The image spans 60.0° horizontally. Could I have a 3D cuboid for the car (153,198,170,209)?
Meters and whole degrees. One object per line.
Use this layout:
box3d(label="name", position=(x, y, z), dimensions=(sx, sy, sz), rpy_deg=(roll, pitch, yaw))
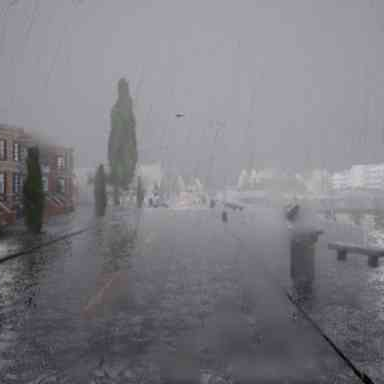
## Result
box3d(label="car", position=(-4.067, 1.496, 44.620), dimensions=(1.895, 1.301, 4.718), rpy_deg=(0, 0, 0))

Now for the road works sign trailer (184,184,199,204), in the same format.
box3d(label="road works sign trailer", position=(0.022, 0.319, 61.627), dimensions=(2.380, 3.560, 2.880), rpy_deg=(0, 0, 0))
